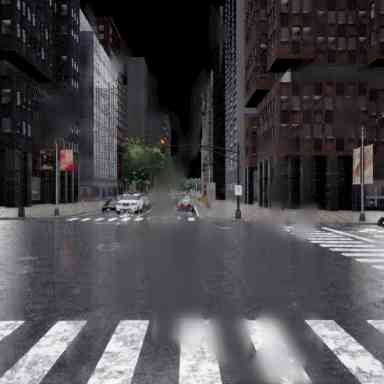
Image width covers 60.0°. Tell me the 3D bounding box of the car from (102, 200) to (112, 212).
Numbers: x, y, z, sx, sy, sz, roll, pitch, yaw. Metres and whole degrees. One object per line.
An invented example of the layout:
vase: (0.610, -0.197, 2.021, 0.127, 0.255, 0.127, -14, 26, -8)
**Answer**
car: (-9.235, 1.574, 38.884, 1.947, 1.339, 4.313, 0, 0, -1)

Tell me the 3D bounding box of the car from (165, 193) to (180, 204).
car: (-3.614, 1.562, 65.602, 2.128, 1.511, 4.902, 0, 0, 0)

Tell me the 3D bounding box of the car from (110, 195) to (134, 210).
car: (-9.286, 1.335, 44.310, 2.192, 1.841, 5.009, 0, 0, -1)

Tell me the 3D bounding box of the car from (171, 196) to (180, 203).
car: (-3.803, 1.694, 75.790, 1.895, 1.301, 4.718, 0, 0, -1)

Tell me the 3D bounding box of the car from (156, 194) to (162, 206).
car: (-6.709, 1.398, 55.748, 2.097, 1.767, 4.553, 0, 0, 0)

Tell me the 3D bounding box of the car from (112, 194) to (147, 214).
car: (-6.540, 1.223, 35.522, 2.150, 2.045, 5.566, 0, 0, -1)

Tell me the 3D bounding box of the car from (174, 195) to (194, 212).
car: (-0.711, 1.448, 38.959, 1.967, 1.590, 4.097, 0, 0, -1)

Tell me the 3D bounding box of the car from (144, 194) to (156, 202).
car: (-9.583, 1.417, 76.865, 2.192, 1.841, 5.009, 0, 0, -1)

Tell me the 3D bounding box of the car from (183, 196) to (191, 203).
car: (-1.009, 1.612, 71.677, 1.752, 1.417, 4.829, 0, 0, -1)

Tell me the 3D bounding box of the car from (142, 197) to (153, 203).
car: (-9.533, 1.669, 71.439, 1.802, 1.307, 4.206, 0, 0, -1)

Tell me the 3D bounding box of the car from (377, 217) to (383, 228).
car: (14.096, 1.787, 20.943, 4.181, 1.385, 1.994, 1, 0, 0)

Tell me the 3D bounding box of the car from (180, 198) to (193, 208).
car: (-0.809, 1.614, 49.808, 1.802, 1.307, 4.206, 0, 0, -1)

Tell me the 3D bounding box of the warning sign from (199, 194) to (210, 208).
warning sign: (1.567, 1.132, 42.650, 1.300, 1.860, 1.060, 0, 0, -1)

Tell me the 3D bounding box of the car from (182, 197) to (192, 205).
car: (-0.909, 1.603, 60.658, 1.887, 1.381, 4.507, 0, 0, -1)

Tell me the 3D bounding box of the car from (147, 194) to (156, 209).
car: (-6.627, 1.375, 45.547, 2.097, 1.767, 4.553, 0, 0, 0)

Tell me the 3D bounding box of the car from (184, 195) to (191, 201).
car: (-1.157, 1.574, 87.782, 1.967, 1.590, 4.097, 0, 0, -1)

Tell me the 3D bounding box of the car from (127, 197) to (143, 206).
car: (-9.382, 1.570, 54.991, 1.752, 1.417, 4.829, 0, 0, -1)
